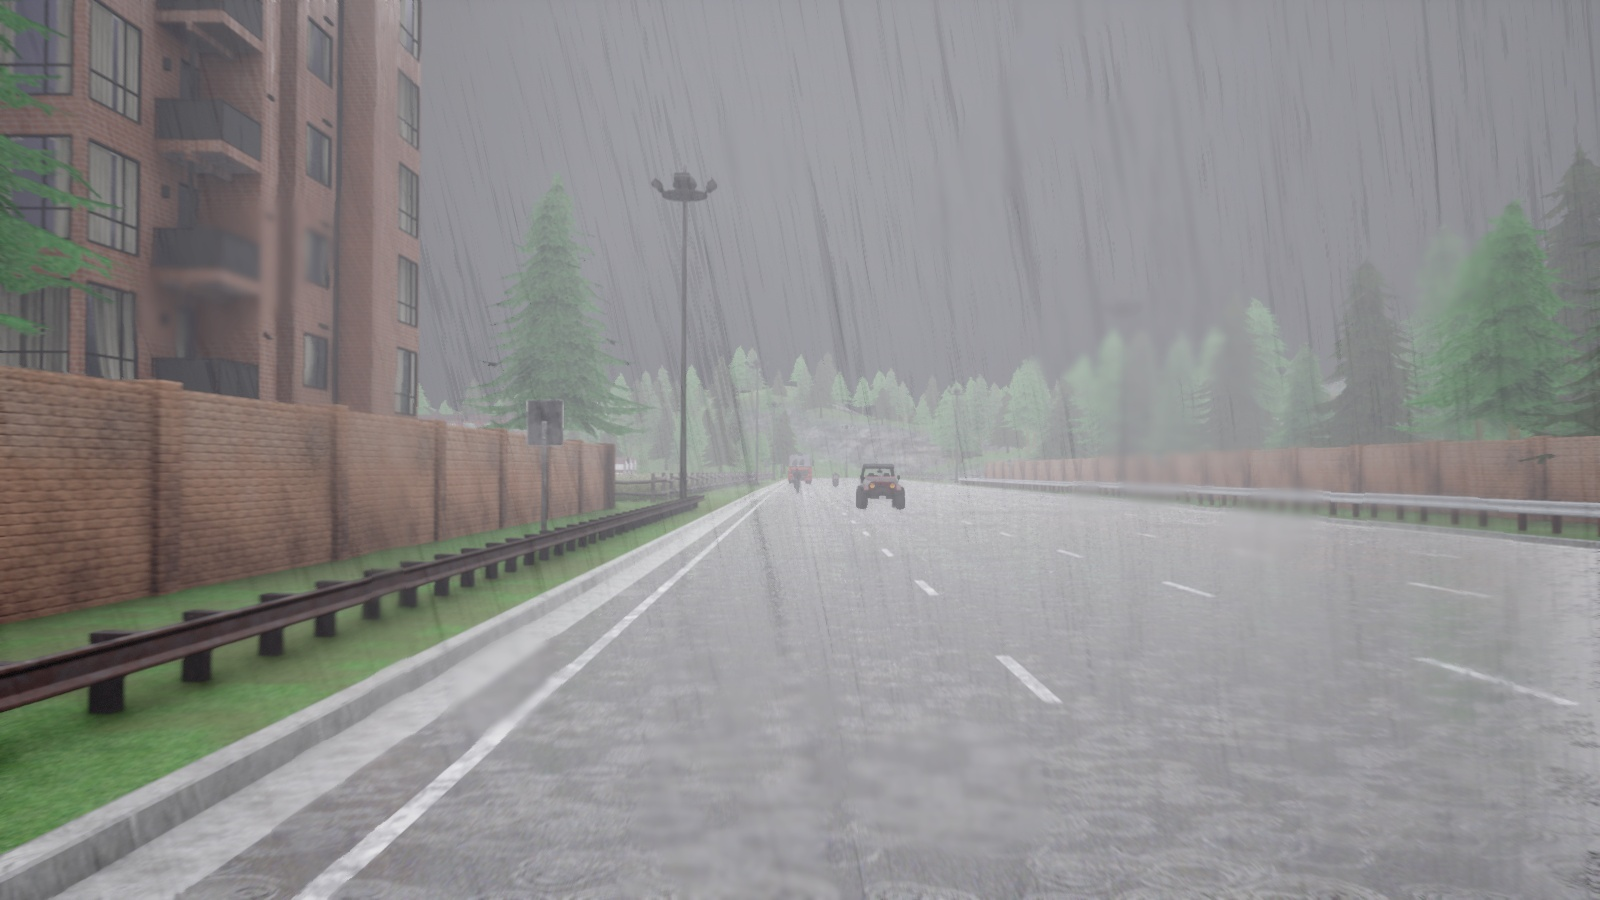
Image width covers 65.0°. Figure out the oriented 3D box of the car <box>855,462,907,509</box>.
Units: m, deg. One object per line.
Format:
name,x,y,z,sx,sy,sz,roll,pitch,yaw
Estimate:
car,3.370,1.480,52.832,1.905,1.878,3.866,0,-1,0
